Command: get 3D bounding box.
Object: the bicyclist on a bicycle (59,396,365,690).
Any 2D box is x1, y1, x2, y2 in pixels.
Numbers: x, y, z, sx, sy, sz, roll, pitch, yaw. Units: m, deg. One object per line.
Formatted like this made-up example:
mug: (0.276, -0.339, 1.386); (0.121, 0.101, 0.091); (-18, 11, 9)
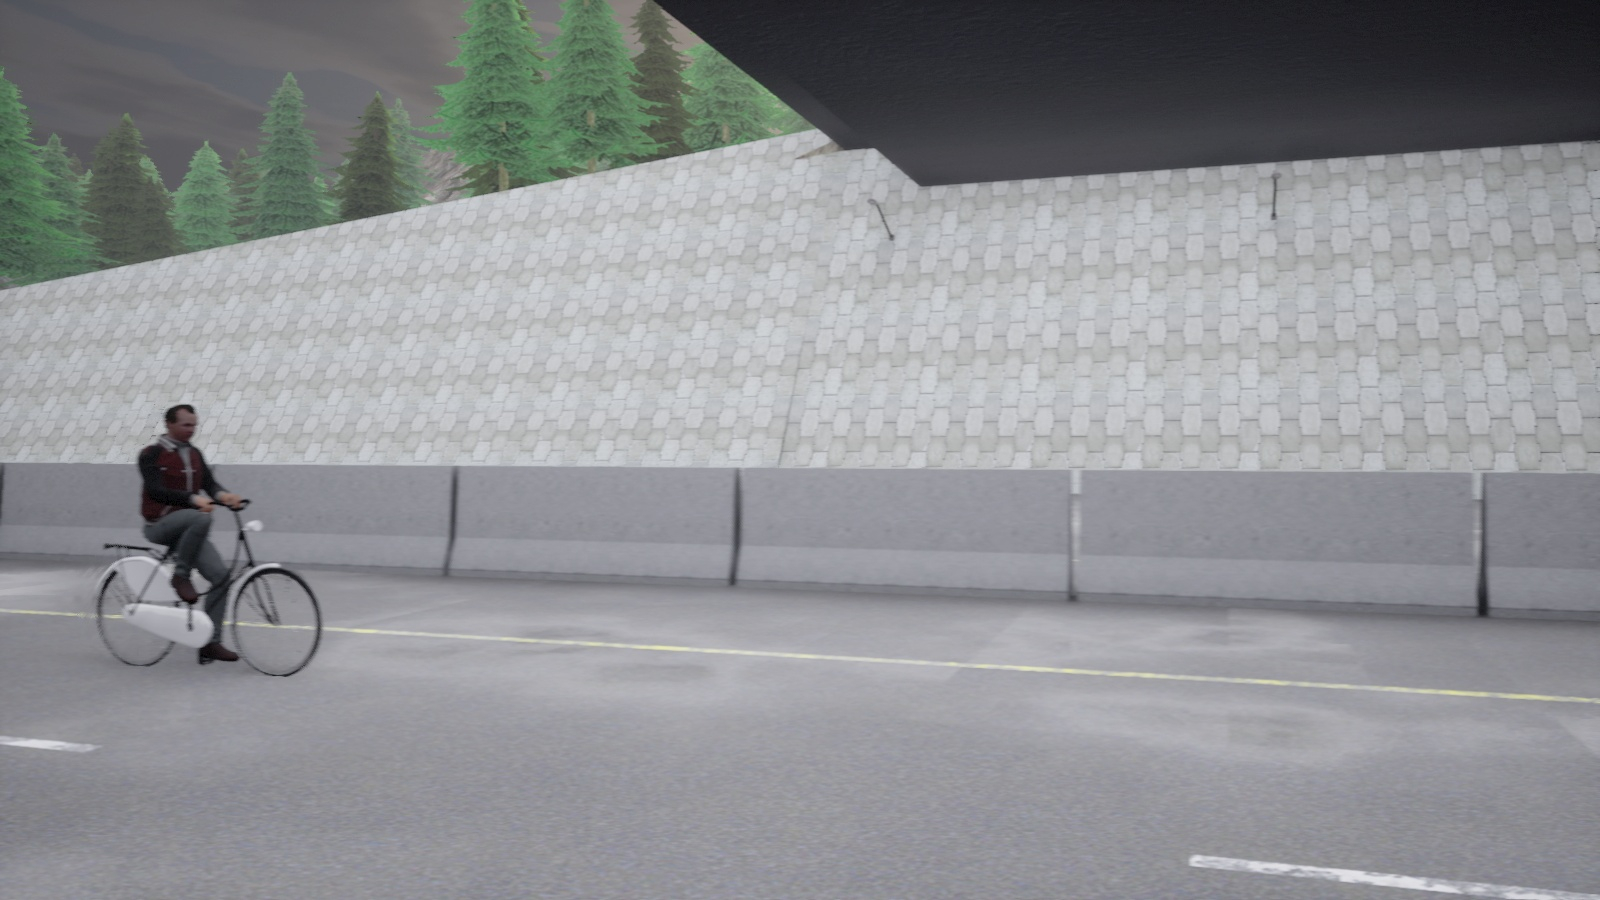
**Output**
bicyclist on a bicycle: (-3.821, 0.552, 8.169); (1.843, 1.776, 0.659); (0, 1, 19)
